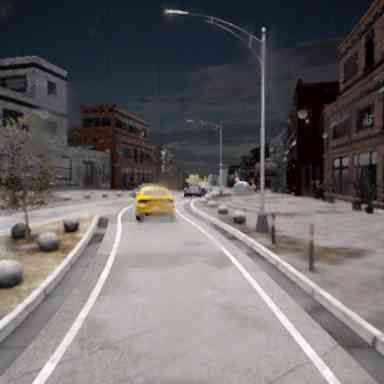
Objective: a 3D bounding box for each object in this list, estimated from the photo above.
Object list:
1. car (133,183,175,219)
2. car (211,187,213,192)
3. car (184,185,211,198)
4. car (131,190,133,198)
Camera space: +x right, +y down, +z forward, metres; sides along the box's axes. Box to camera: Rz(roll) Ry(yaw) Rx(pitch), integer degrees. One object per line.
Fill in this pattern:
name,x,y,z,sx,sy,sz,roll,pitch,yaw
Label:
car,-2.002,0.476,17.809,1.882,1.535,5.008,0,4,-8
car,3.662,-0.389,73.068,2.128,1.511,4.902,0,0,6
car,0.494,-0.070,37.883,1.994,1.385,4.181,1,1,13
car,-4.256,-0.098,32.384,2.128,1.511,4.902,1,1,14
